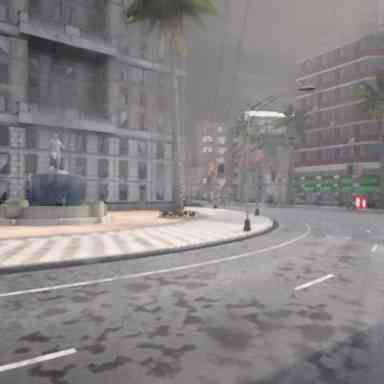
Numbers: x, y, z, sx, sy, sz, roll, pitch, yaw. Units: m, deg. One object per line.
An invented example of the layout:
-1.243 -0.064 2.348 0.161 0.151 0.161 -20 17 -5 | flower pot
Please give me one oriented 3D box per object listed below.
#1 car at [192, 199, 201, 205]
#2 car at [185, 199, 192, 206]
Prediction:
-0.040 2.018 67.173 1.895 1.301 4.718 1 0 -34 | car
-2.956 1.591 65.243 2.150 2.045 5.566 1 -1 -34 | car
